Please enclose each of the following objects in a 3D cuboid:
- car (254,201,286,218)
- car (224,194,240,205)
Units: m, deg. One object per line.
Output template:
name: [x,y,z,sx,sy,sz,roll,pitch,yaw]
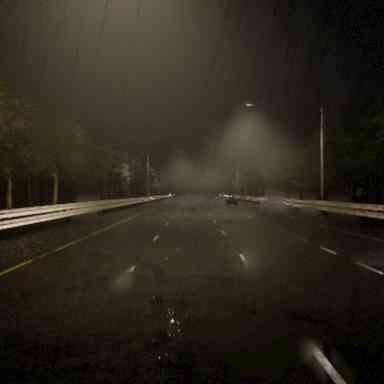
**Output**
car: [6.988,1.550,30.266,2.033,1.411,5.357,0,0,0]
car: [6.996,1.591,60.001,1.994,1.385,4.181,0,0,0]
